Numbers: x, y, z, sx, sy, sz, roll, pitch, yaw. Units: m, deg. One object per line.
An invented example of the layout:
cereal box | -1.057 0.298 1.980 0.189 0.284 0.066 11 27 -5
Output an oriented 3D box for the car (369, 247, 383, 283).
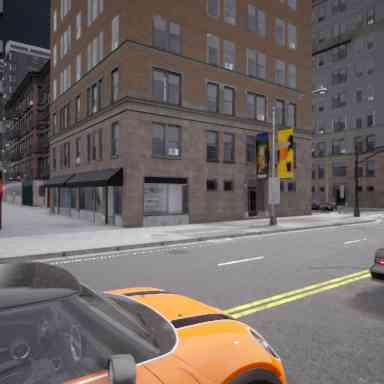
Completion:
car | 6.465 1.550 8.249 5.357 1.411 2.033 0 0 -37

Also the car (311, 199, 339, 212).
car | 14.001 1.535 38.434 2.033 1.411 5.357 0 0 -36

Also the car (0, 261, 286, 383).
car | -1.339 1.352 2.449 4.553 1.767 2.097 0 0 -37
